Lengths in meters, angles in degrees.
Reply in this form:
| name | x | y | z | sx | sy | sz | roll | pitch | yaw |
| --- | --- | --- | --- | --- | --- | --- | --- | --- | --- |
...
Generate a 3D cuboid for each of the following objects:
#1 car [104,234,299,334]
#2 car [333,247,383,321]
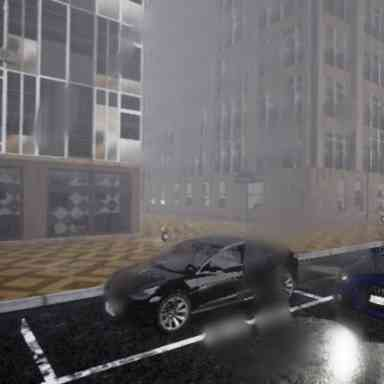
| name | x | y | z | sx | sy | sz | roll | pitch | yaw |
| --- | --- | --- | --- | --- | --- | --- | --- | --- | --- |
| car | 0.411 | 1.606 | 6.844 | 4.313 | 1.339 | 1.947 | 1 | 0 | -35 |
| car | 4.725 | 1.636 | 6.651 | 4.181 | 1.385 | 1.994 | 1 | 0 | -35 |
